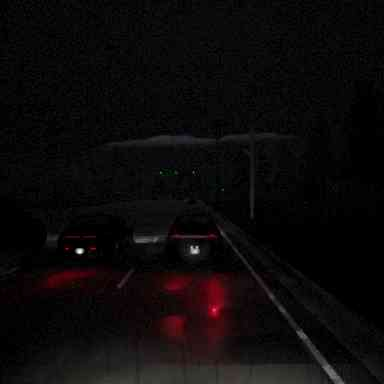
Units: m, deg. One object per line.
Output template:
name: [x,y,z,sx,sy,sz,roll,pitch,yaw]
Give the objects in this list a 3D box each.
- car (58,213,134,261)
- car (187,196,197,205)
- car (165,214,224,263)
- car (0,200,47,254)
car: [-3.414,1.560,12.550,1.837,1.490,4.892,0,0,0]
car: [-0.034,1.888,65.649,1.895,1.301,4.718,0,0,0]
car: [0.085,1.546,12.203,2.128,1.511,4.902,0,0,0]
car: [-6.917,1.269,11.030,2.150,2.045,5.566,0,0,0]
